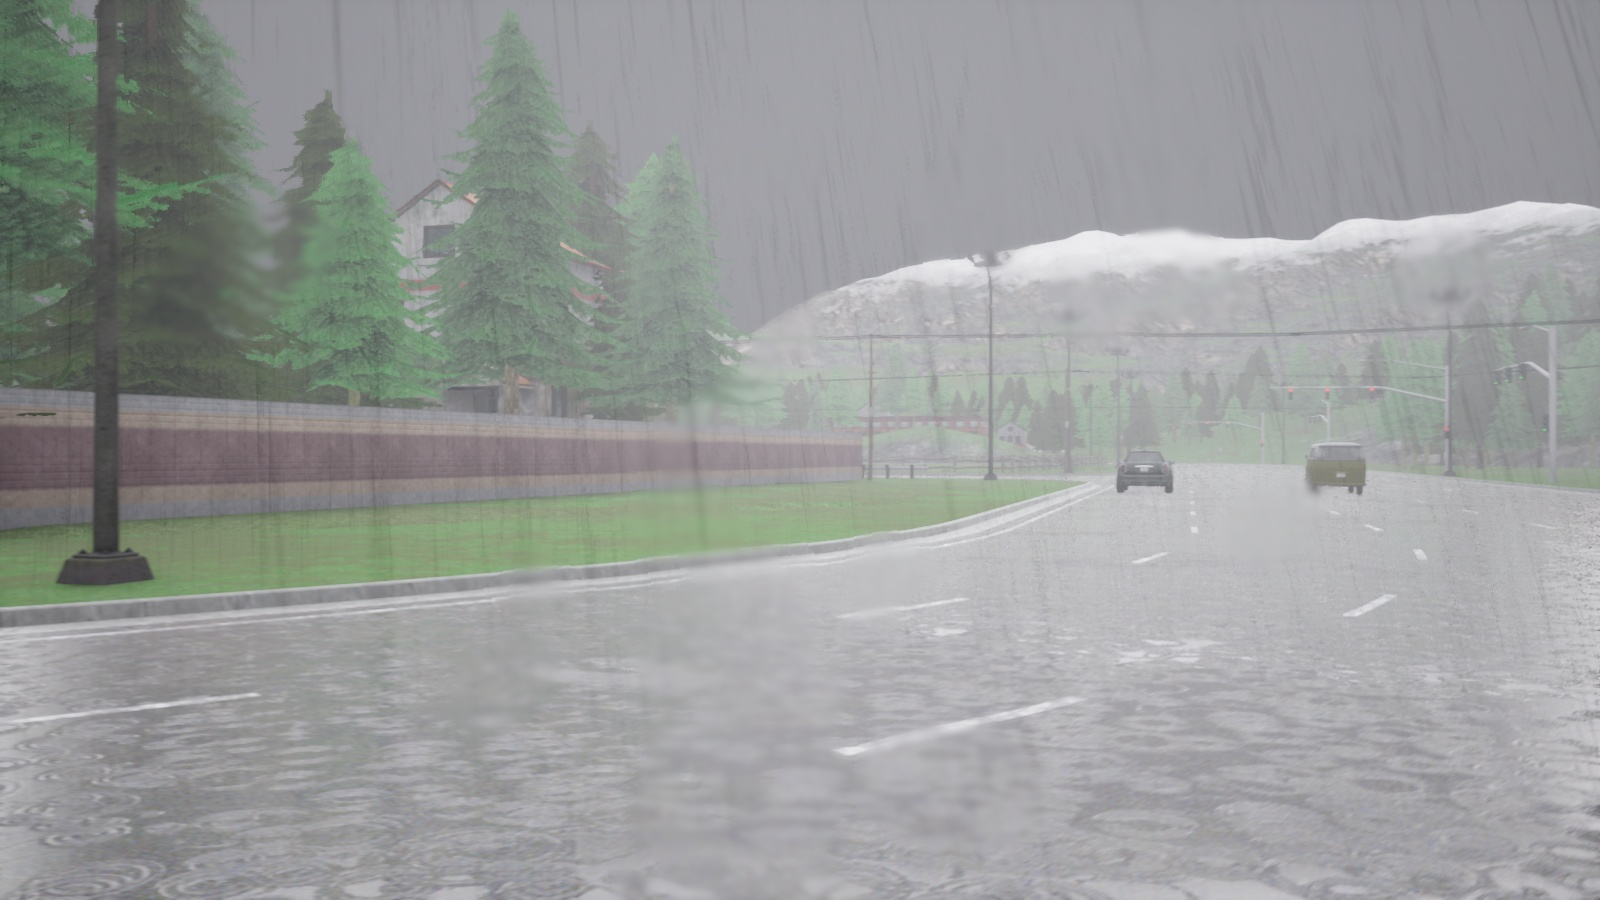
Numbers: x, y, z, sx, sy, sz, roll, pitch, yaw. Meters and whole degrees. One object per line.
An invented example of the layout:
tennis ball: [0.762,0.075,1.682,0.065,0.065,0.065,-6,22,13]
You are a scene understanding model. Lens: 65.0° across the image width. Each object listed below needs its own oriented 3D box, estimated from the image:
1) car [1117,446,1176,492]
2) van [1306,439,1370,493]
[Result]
car: [13.877,0.733,50.151,2.097,1.767,4.553,0,0,17]
van: [20.632,0.603,48.298,1.775,1.987,4.442,0,0,17]
